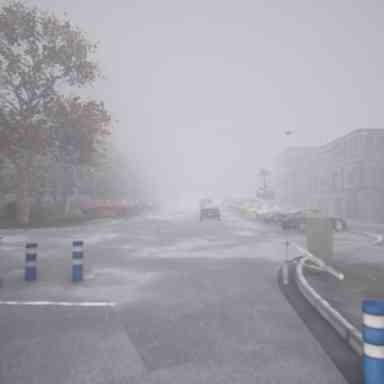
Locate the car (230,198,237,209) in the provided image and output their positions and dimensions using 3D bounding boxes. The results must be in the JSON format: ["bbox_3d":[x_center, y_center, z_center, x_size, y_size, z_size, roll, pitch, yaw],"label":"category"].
[{"bbox_3d":[8.421,2.076,48.277,4.553,1.767,2.185,1,-1,-19],"label":"car"}]

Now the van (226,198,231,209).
[{"bbox_3d":[8.406,2.067,54.096,4.442,1.987,1.878,1,-1,-19],"label":"van"}]

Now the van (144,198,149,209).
[{"bbox_3d":[-9.469,1.968,51.558,4.442,1.987,1.878,0,-1,-19],"label":"van"}]

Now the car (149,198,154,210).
[{"bbox_3d":[-9.291,2.242,54.540,4.892,1.521,2.231,0,-1,-19],"label":"car"}]

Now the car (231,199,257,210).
[{"bbox_3d":[8.333,2.156,45.336,4.892,1.521,2.231,1,-1,-19],"label":"car"}]

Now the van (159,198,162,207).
[{"bbox_3d":[-8.947,2.223,66.360,4.442,1.987,1.878,0,-1,-19],"label":"van"}]

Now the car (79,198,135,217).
[{"bbox_3d":[-9.644,1.711,36.898,5.566,2.045,2.435,0,-1,-19],"label":"car"}]

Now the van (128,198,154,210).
[{"bbox_3d":[-9.288,2.117,60.391,4.442,1.987,1.878,0,-1,-19],"label":"van"}]

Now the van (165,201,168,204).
[{"bbox_3d":[-8.700,2.451,78.132,4.442,1.987,1.878,0,-1,-19],"label":"van"}]

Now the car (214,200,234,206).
[{"bbox_3d":[9.178,3.083,95.124,5.366,1.575,1.946,1,-1,-19],"label":"car"}]

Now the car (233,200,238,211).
[{"bbox_3d":[8.238,2.138,42.391,4.792,1.488,2.163,1,-1,-19],"label":"car"}]

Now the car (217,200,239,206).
[{"bbox_3d":[9.359,2.910,86.445,5.366,1.575,1.946,1,-2,-19],"label":"car"}]

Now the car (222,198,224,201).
[{"bbox_3d":[8.666,2.322,62.927,4.553,1.767,2.185,1,-1,-19],"label":"car"}]

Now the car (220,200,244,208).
[{"bbox_3d":[8.931,2.672,74.661,4.892,1.521,2.231,1,-1,-19],"label":"car"}]

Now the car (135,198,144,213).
[{"bbox_3d":[-9.456,1.974,45.723,4.553,1.767,2.185,0,-1,-19],"label":"car"}]

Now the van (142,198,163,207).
[{"bbox_3d":[-8.980,2.393,75.104,4.442,1.987,1.878,0,-1,-19],"label":"van"}]

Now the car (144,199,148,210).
[{"bbox_3d":[-9.449,2.176,48.643,4.792,1.488,2.163,0,-1,-19],"label":"car"}]

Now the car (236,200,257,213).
[{"bbox_3d":[8.215,2.065,39.466,4.892,1.521,2.231,1,-1,-19],"label":"car"}]

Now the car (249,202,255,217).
[{"bbox_3d":[8.023,1.968,30.669,4.674,1.452,2.002,1,-1,-19],"label":"car"}]

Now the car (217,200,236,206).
[{"bbox_3d":[9.269,3.000,89.329,4.792,1.488,2.163,1,-2,-19],"label":"car"}]

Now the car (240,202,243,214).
[{"bbox_3d":[8.145,2.059,36.536,4.674,1.452,2.002,1,-1,-19],"label":"car"}]

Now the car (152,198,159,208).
[{"bbox_3d":[-9.062,2.288,57.546,5.366,1.575,1.946,0,-1,-19],"label":"car"}]

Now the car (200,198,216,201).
[{"bbox_3d":[2.141,1.969,51.613,2.150,2.045,5.566,0,-1,1],"label":"car"}]

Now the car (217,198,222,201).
[{"bbox_3d":[8.846,2.306,68.813,5.566,2.045,2.435,1,-1,-19],"label":"car"}]

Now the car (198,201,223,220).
[{"bbox_3d":[1.729,1.932,32.880,1.882,1.535,5.008,0,-1,1],"label":"car"}]

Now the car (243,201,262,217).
[{"bbox_3d":[8.255,1.974,33.669,5.366,1.575,1.946,1,-1,-19],"label":"car"}]

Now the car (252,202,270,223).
[{"bbox_3d":[7.967,1.883,27.738,4.892,1.521,2.231,1,-1,-19],"label":"car"}]

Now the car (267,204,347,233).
[{"bbox_3d":[7.835,1.793,21.877,4.892,1.521,2.231,1,-1,-19],"label":"car"}]

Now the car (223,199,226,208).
[{"bbox_3d":[8.565,2.345,57.067,5.008,1.535,2.097,1,-1,-19],"label":"car"}]

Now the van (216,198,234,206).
[{"bbox_3d":[9.193,2.802,92.213,4.442,1.987,1.878,1,-1,-19],"label":"van"}]
